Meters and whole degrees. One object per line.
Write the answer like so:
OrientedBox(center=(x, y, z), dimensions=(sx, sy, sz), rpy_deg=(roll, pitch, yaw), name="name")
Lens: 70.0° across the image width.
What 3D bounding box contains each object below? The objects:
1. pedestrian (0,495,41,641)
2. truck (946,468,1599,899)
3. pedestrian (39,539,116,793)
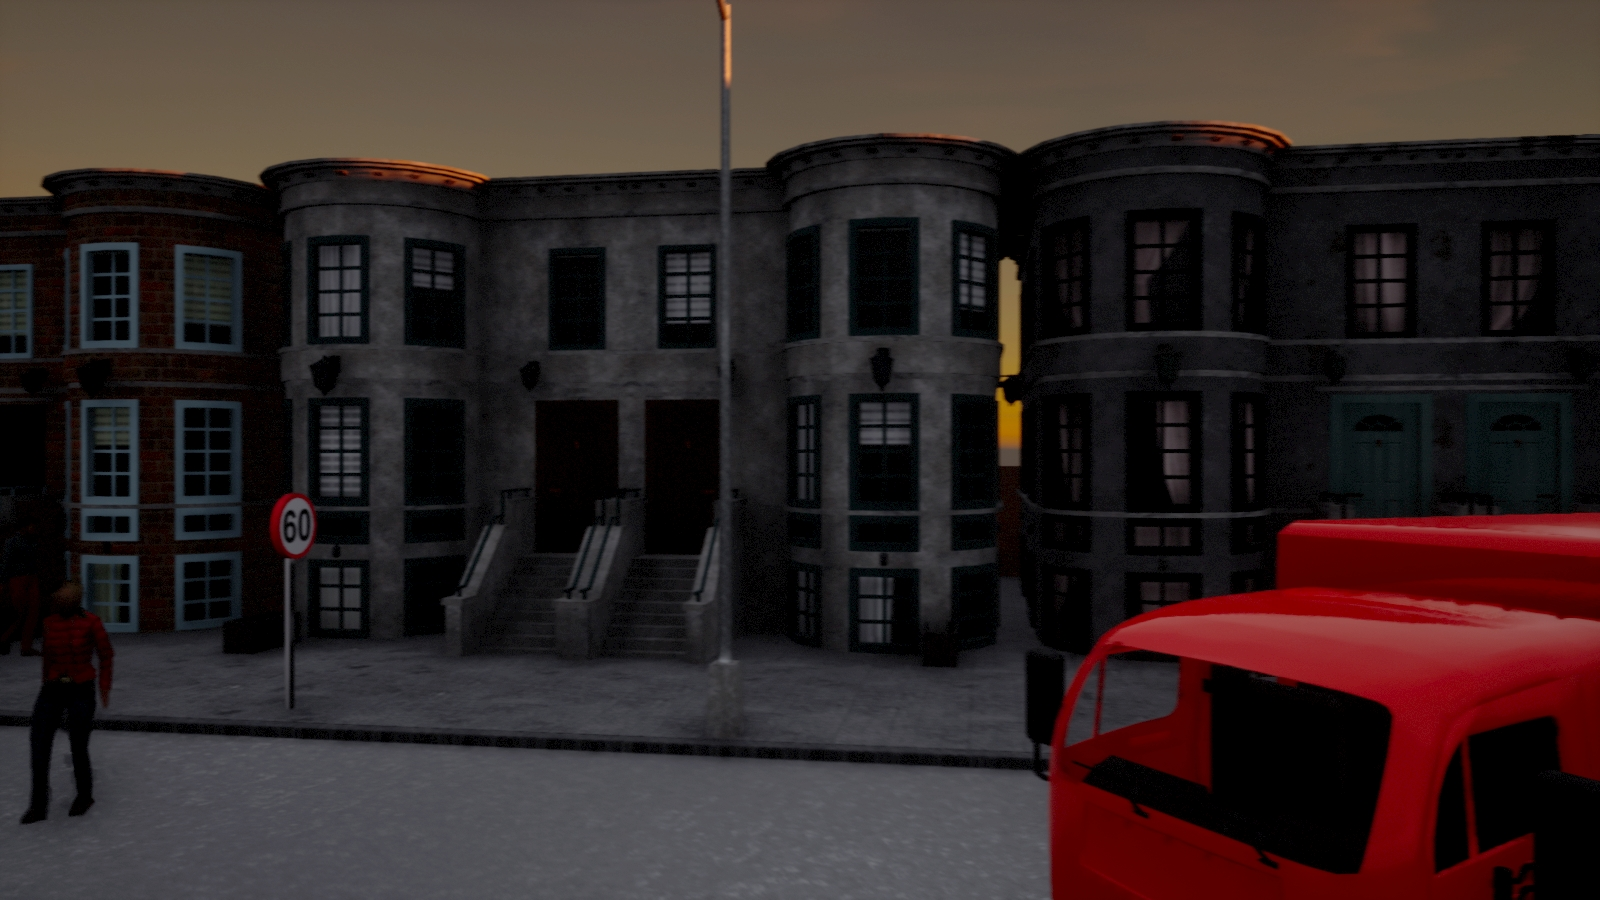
OrientedBox(center=(-10.195, 1.527, 14.874), dimensions=(0.375, 1.860, 0.375), rpy_deg=(0, 0, 8), name="pedestrian")
OrientedBox(center=(3.581, 1.348, 5.209), dimensions=(5.204, 2.467, 2.627), rpy_deg=(0, 0, -27), name="truck")
OrientedBox(center=(-5.511, 1.630, 8.728), dimensions=(0.375, 1.860, 0.375), rpy_deg=(0, 0, -9), name="pedestrian")
